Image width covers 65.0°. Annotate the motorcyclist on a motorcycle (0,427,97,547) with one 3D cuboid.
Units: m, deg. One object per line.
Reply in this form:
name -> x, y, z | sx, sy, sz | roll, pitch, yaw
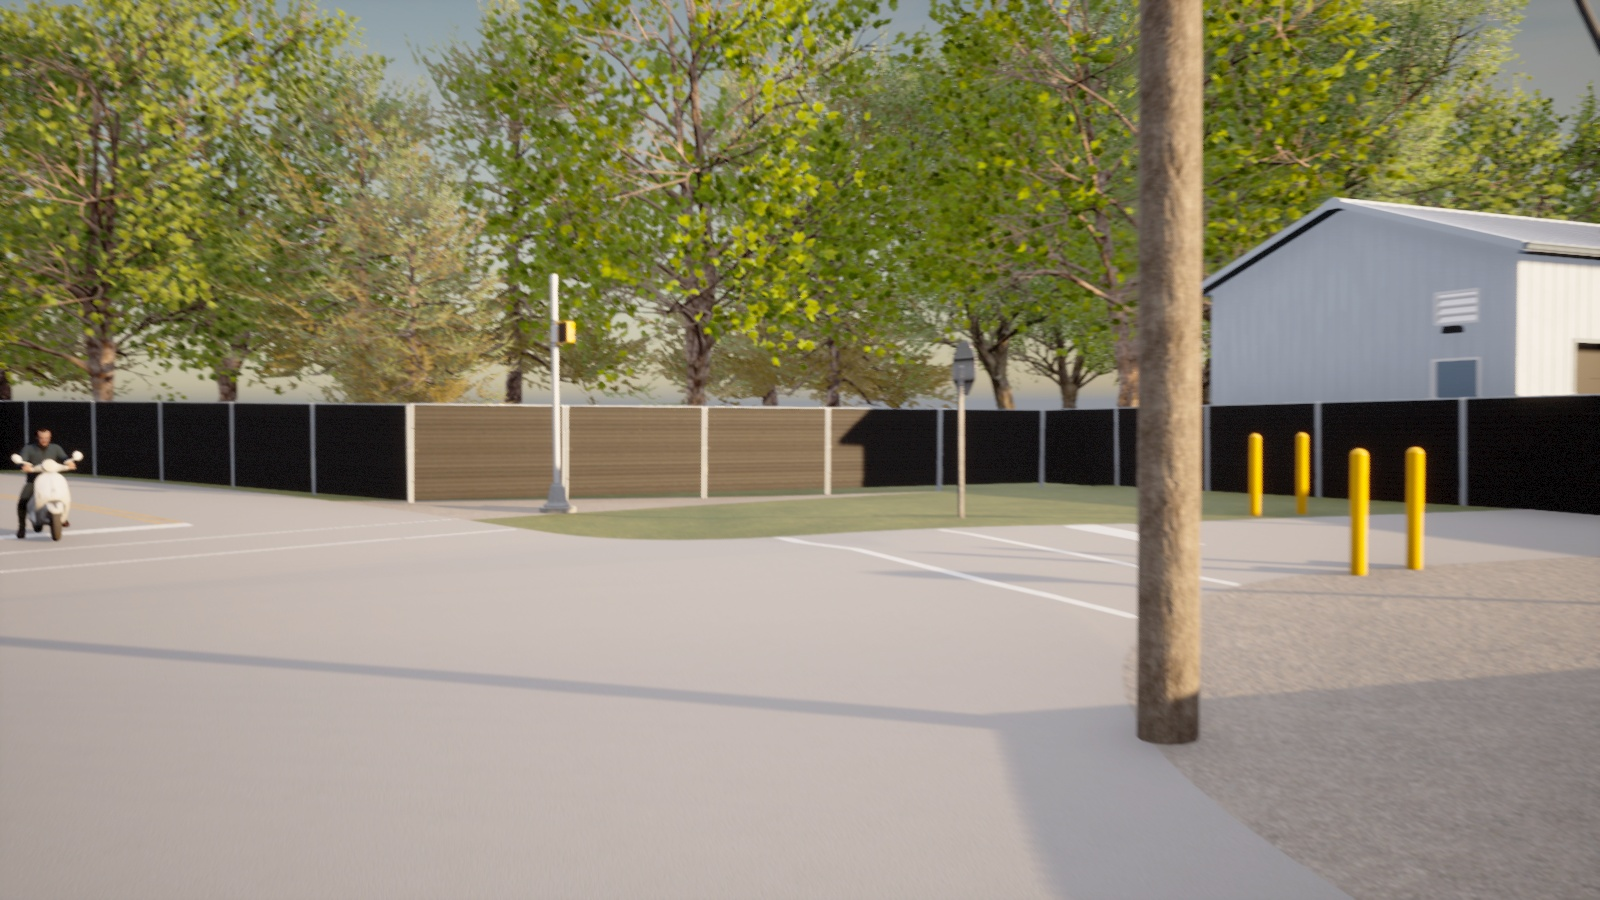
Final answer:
motorcyclist on a motorcycle -> -10.937, 0.494, 18.254 | 0.866, 1.590, 1.817 | -2, 4, -41
